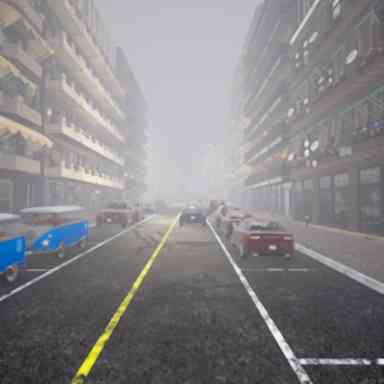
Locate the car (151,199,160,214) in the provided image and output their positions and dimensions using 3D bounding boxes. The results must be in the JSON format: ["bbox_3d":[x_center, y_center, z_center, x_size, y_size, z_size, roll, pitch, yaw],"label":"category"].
[{"bbox_3d":[-5.367,1.950,40.526,1.947,1.339,4.313,1,-1,0],"label":"car"}]

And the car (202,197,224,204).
[{"bbox_3d":[2.495,1.638,34.951,2.192,1.841,5.009,1,-1,0],"label":"car"}]

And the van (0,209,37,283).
[{"bbox_3d":[-5.302,1.407,7.344,1.690,1.788,3.998,1,0,0],"label":"van"}]

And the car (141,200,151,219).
[{"bbox_3d":[-5.341,1.587,29.466,2.192,1.841,5.009,1,-1,0],"label":"car"}]

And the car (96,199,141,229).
[{"bbox_3d":[-5.331,1.534,23.937,2.192,1.841,5.009,1,-1,0],"label":"car"}]

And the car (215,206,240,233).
[{"bbox_3d":[2.554,1.707,18.356,1.887,1.381,4.507,1,-1,0],"label":"car"}]

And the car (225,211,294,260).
[{"bbox_3d":[2.564,1.656,12.827,1.887,1.381,4.507,1,-1,0],"label":"car"}]

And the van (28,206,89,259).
[{"bbox_3d":[-5.312,1.456,12.876,1.690,1.788,3.998,1,-1,0],"label":"van"}]

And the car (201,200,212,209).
[{"bbox_3d":[2.450,2.143,57.073,1.802,1.307,4.206,1,-1,0],"label":"car"}]

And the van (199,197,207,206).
[{"bbox_3d":[2.425,2.102,73.669,1.690,1.788,3.998,1,-1,0],"label":"van"}]

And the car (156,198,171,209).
[{"bbox_3d":[-5.391,1.880,57.117,2.192,1.841,5.009,1,-1,0],"label":"car"}]

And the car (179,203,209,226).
[{"bbox_3d":[0.057,1.796,25.465,1.994,1.385,4.181,0,0,0],"label":"car"}]

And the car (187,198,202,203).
[{"bbox_3d":[0.028,1.886,41.963,2.128,1.511,4.902,0,-1,0],"label":"car"}]

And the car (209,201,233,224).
[{"bbox_3d":[2.554,1.655,23.889,1.967,1.590,4.097,1,-1,0],"label":"car"}]
